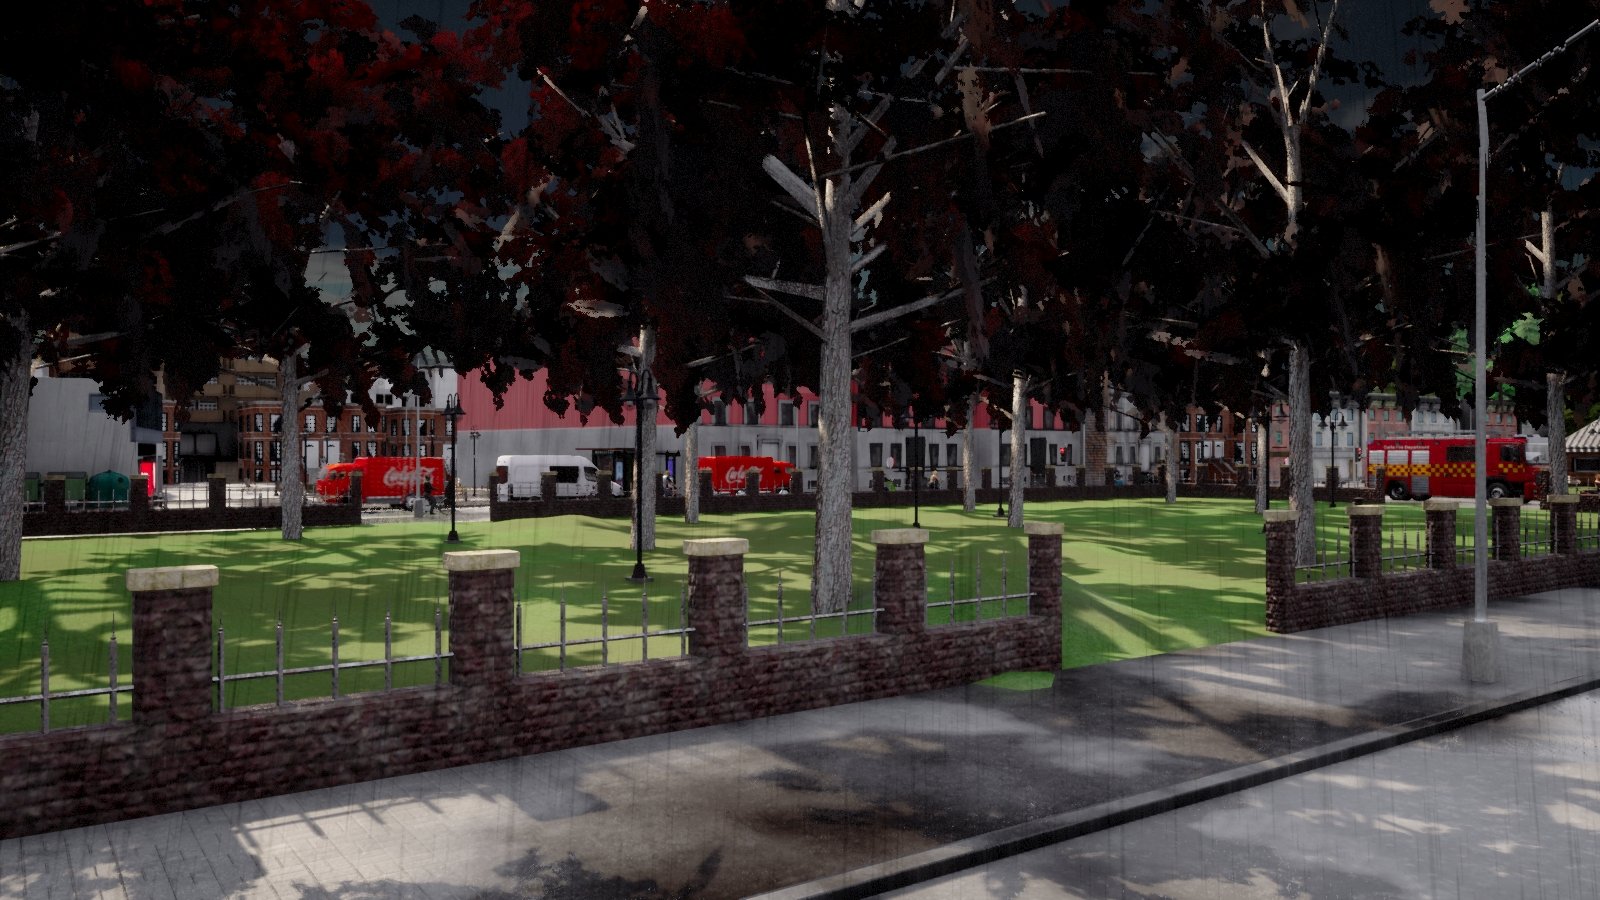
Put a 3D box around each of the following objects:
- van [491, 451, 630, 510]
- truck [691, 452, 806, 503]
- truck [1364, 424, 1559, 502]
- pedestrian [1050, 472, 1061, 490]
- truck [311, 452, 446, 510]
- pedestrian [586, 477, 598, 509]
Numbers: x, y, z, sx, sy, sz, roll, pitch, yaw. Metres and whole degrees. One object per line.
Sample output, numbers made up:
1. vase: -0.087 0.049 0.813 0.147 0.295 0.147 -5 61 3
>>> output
1. van: -10.854 1.306 52.106 5.915 2.561 1.988 0 0 -35
2. truck: -2.582 1.335 57.891 5.204 2.467 2.627 0 0 -35
3. truck: 34.631 0.645 60.204 2.891 3.827 8.468 0 0 -34
4. pedestrian: 16.336 1.986 72.962 0.500 1.100 0.500 0 0 -33
5. truck: -18.902 1.342 51.340 5.204 2.467 2.627 0 0 -35
6. pedestrian: -8.695 1.796 47.747 0.375 1.300 0.375 0 0 -35
